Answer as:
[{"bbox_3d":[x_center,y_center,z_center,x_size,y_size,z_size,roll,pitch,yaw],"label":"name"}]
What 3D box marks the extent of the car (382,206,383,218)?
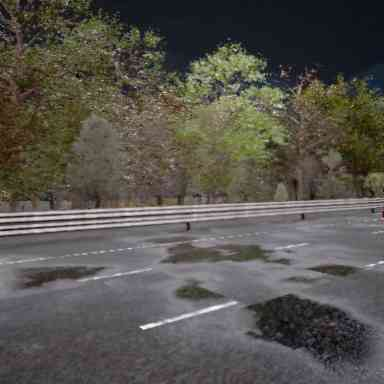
[{"bbox_3d":[15.253,1.230,23.236,5.008,1.535,1.882,-1,1,-35],"label":"car"}]
